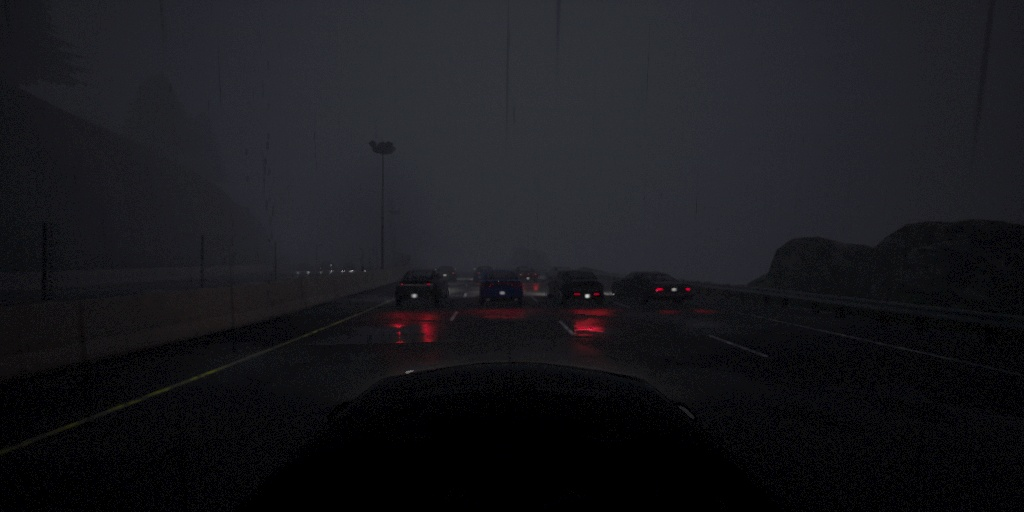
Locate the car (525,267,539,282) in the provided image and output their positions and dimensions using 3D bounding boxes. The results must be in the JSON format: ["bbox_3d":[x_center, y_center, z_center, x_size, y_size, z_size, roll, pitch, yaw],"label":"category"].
[{"bbox_3d":[1.030,1.645,32.896,1.895,1.301,4.718,0,-1,-9],"label":"car"}]

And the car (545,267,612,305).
[{"bbox_3d":[2.920,1.403,17.198,1.837,1.490,4.892,0,0,-4],"label":"car"}]

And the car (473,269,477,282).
[{"bbox_3d":[-2.460,1.606,32.552,1.994,1.385,4.181,0,0,-9],"label":"car"}]

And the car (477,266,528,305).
[{"bbox_3d":[-0.583,1.373,17.101,1.882,1.535,5.008,0,0,-4],"label":"car"}]

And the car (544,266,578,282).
[{"bbox_3d":[4.486,1.649,33.453,1.895,1.301,4.718,0,-1,-9],"label":"car"}]

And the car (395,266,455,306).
[{"bbox_3d":[-4.058,1.385,16.641,2.128,1.511,4.902,0,0,-4],"label":"car"}]

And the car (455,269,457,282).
[{"bbox_3d":[-5.909,1.602,31.955,1.994,1.385,4.181,0,-1,-9],"label":"car"}]

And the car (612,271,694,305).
[{"bbox_3d":[6.434,1.441,17.144,2.033,1.411,5.357,0,-1,-4],"label":"car"}]
